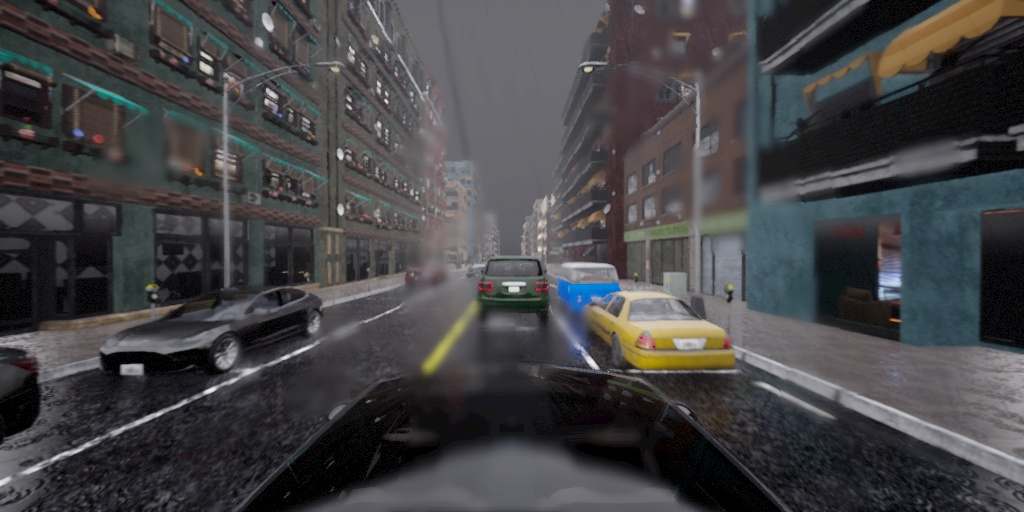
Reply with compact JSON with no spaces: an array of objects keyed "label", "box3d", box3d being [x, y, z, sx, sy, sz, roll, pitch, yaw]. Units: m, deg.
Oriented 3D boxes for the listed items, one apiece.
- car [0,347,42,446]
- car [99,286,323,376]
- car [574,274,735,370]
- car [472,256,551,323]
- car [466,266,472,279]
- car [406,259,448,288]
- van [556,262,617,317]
[{"label":"car","box3d":[-5.691,1.316,1.867,1.948,1.339,4.313,0,0,0]},{"label":"car","box3d":[-5.692,1.338,7.552,1.948,1.339,4.313,0,0,0]},{"label":"car","box3d":[2.689,1.298,7.719,1.751,1.417,4.829,0,0,0]},{"label":"car","box3d":[0.073,1.013,12.483,2.150,2.045,5.566,0,0,0]},{"label":"car","box3d":[-3.102,1.406,33.921,1.812,1.442,4.674,0,0,0]},{"label":"car","box3d":[-5.693,1.156,24.606,2.192,1.841,5.009,0,0,0]},{"label":"van","box3d":[2.689,1.135,13.233,1.690,1.789,3.998,0,0,0]}]
